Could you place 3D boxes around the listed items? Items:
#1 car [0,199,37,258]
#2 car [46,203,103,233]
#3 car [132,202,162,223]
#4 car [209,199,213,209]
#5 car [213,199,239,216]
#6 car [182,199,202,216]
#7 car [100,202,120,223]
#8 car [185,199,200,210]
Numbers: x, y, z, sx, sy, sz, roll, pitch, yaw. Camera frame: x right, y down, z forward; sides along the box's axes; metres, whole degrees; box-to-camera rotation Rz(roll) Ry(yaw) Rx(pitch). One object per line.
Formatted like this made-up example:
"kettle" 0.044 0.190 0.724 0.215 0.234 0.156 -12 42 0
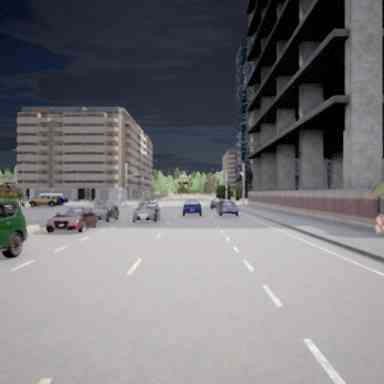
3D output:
"car" -7.094 1.248 9.957 2.150 2.045 5.566 0 0 0
"car" -7.069 1.616 19.997 1.994 1.385 4.181 0 0 0
"car" -3.496 1.573 26.289 2.128 1.511 4.902 0 0 0
"car" 3.536 1.648 47.026 1.812 1.442 4.674 0 0 1
"car" 3.523 1.634 33.290 2.033 1.411 5.357 0 0 0
"car" 0.027 1.565 33.702 1.882 1.535 5.008 0 0 0
"car" -6.996 1.573 26.289 2.128 1.511 4.902 0 0 0
"car" 0.036 1.685 46.559 1.994 1.385 4.181 0 0 0
